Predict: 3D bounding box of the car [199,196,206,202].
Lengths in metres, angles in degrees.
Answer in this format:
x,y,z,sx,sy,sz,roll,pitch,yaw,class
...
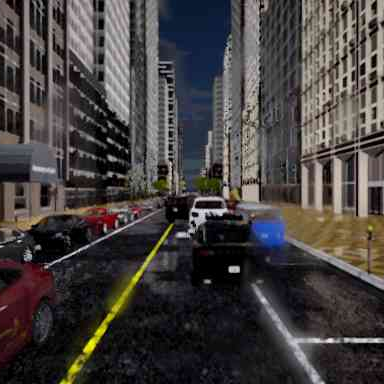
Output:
x,y,z,sx,sy,sz,roll,pitch,yaw,class
2.866,1.930,93.855,1.967,1.590,4.097,-1,0,0,car

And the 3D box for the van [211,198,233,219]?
x,y,z,sx,sy,sz,roll,pitch,yaw,class
2.741,1.507,31.337,1.690,1.788,3.998,-1,0,0,van

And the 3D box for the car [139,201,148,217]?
x,y,z,sx,sy,sz,roll,pitch,yaw,class
-5.637,1.747,31.352,1.802,1.307,4.206,-1,0,0,car

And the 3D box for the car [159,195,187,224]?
x,y,z,sx,sy,sz,roll,pitch,yaw,class
-0.093,1.358,26.023,2.150,2.045,5.566,-1,0,24,car

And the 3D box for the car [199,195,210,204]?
x,y,z,sx,sy,sz,roll,pitch,yaw,class
2.831,1.718,76.805,2.192,1.841,5.009,-1,0,0,car

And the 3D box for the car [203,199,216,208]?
x,y,z,sx,sy,sz,roll,pitch,yaw,class
2.788,1.836,54.069,2.008,1.369,4.403,-1,0,0,car

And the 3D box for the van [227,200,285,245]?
x,y,z,sx,sy,sz,roll,pitch,yaw,class
2.708,1.417,14.286,1.690,1.788,3.998,-1,0,0,van

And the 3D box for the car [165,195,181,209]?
x,y,z,sx,sy,sz,roll,pitch,yaw,class
-2.901,1.480,52.039,2.150,2.045,5.566,0,0,0,car

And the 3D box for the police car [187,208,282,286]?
x,y,z,sx,sy,sz,roll,pitch,yaw,class
0.917,1.477,9.745,1.930,1.638,5.238,0,0,0,police car

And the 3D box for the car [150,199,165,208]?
x,y,z,sx,sy,sz,roll,pitch,yaw,class
-5.592,1.834,54.086,2.008,1.369,4.403,-1,0,0,car

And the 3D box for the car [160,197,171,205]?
x,y,z,sx,sy,sz,roll,pitch,yaw,class
-5.560,1.812,71.137,1.967,1.590,4.097,-1,0,0,car

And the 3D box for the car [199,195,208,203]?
x,y,z,sx,sy,sz,roll,pitch,yaw,class
2.842,1.747,82.489,2.192,1.841,5.009,-1,0,0,car

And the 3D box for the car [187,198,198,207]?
x,y,z,sx,sy,sz,roll,pitch,yaw,class
0.118,1.844,60.647,1.812,1.442,4.674,0,0,0,car

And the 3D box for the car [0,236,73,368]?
x,y,z,sx,sy,sz,roll,pitch,yaw,class
-3.095,1.545,3.628,1.812,1.442,4.674,0,0,0,car

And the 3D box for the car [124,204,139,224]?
x,y,z,sx,sy,sz,roll,pitch,yaw,class
-5.649,1.686,25.668,2.008,1.369,4.403,-1,0,0,car

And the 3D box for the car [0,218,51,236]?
x,y,z,sx,sy,sz,roll,pitch,yaw,class
-5.682,1.596,8.618,2.008,1.369,4.403,-1,0,0,car

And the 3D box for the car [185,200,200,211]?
x,y,z,sx,sy,sz,roll,pitch,yaw,class
0.101,1.809,46.398,1.994,1.385,4.181,0,0,0,car

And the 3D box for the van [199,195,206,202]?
x,y,z,sx,sy,sz,roll,pitch,yaw,class
2.854,1.802,88.172,1.690,1.788,3.998,-1,0,0,van

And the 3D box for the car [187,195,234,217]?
x,y,z,sx,sy,sz,roll,pitch,yaw,class
0.937,1.329,19.667,2.150,2.045,5.566,0,0,0,car

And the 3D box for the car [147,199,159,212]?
x,y,z,sx,sy,sz,roll,pitch,yaw,class
-5.615,1.775,42.719,2.008,1.369,4.403,-1,0,0,car

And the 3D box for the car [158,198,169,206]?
x,y,z,sx,sy,sz,roll,pitch,yaw,class
-5.570,1.925,65.453,1.802,1.307,4.206,-1,0,0,car

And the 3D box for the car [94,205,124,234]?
x,y,z,sx,sy,sz,roll,pitch,yaw,class
-5.660,1.650,19.985,1.887,1.381,4.507,-1,0,0,car

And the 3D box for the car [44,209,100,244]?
x,y,z,sx,sy,sz,roll,pitch,yaw,class
-5.671,1.641,14.301,1.947,1.339,4.313,-1,0,0,car
